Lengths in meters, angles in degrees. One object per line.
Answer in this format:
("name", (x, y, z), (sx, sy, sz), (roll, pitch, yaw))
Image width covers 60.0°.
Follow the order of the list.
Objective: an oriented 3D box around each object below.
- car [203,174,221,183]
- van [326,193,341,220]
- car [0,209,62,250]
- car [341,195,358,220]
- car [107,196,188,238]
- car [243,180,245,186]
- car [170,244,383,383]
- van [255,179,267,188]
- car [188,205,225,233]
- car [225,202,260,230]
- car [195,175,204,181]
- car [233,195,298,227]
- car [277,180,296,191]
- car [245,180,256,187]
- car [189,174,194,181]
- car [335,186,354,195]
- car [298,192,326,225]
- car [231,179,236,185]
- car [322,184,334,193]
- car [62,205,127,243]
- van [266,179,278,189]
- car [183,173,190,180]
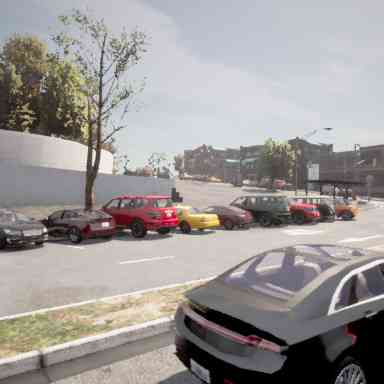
("car", (5.760, -3.175, 86.399), (1.946, 1.575, 5.366), (7, 3, 34))
("van", (9.080, 1.297, 26.439), (4.442, 1.987, 1.878), (-1, -1, 35))
("car", (-8.196, 1.494, 14.367), (4.892, 1.521, 2.231), (-1, -1, 35))
("car", (11.489, 1.404, 28.188), (4.553, 1.767, 2.185), (-1, -1, 35))
("car", (-3.330, 1.248, 17.857), (5.566, 2.045, 2.435), (-1, -1, 35))
("car", (12.603, -2.042, 76.424), (2.002, 1.452, 4.674), (7, 4, 35))
("car", (2.050, 1.495, 4.592), (4.902, 1.511, 2.128), (0, 0, -35))
("van", (16.007, -1.763, 71.371), (1.878, 1.987, 4.442), (7, 4, 35))
("car", (-1.009, 1.503, 19.683), (5.366, 1.575, 1.946), (-1, -1, 35))
("car", (1.598, 1.549, 21.310), (4.674, 1.452, 2.002), (-1, -1, 35))
("car", (3.910, -3.697, 88.660), (2.435, 2.045, 5.566), (7, 3, 34))
("car", (4.026, 1.263, 23.066), (5.566, 2.045, 2.435), (-1, -1, 35))
("car", (19.494, -0.991, 66.536), (2.231, 1.521, 4.892), (7, 3, 35))
("car", (14.434, -1.811, 74.103), (1.946, 1.575, 5.366), (7, 3, 35))
("car", (2.117, -3.849, 91.126), (2.185, 1.767, 4.553), (6, 3, 34))
("car", (26.391, 0.137, 56.675), (2.002, 1.452, 4.674), (7, 3, 35))
("car", (6.540, 1.268, 24.770), (5.566, 2.045, 2.435), (-1, -1, 35))
("car", (10.862, -2.316, 78.887), (2.002, 1.452, 4.674), (7, 3, 35))
("car", (24.701, -0.425, 59.148), (2.435, 2.045, 5.566), (7, 3, 35))
("car", (-5.775, 1.525, 16.113), (4.792, 1.488, 2.163), (-1, -1, 35))
("van", (17.735, -1.490, 68.899), (1.878, 1.987, 4.442), (7, 4, 35))
("car", (0.388, -4.084, 93.597), (2.185, 1.767, 4.553), (4, 1, 33))
